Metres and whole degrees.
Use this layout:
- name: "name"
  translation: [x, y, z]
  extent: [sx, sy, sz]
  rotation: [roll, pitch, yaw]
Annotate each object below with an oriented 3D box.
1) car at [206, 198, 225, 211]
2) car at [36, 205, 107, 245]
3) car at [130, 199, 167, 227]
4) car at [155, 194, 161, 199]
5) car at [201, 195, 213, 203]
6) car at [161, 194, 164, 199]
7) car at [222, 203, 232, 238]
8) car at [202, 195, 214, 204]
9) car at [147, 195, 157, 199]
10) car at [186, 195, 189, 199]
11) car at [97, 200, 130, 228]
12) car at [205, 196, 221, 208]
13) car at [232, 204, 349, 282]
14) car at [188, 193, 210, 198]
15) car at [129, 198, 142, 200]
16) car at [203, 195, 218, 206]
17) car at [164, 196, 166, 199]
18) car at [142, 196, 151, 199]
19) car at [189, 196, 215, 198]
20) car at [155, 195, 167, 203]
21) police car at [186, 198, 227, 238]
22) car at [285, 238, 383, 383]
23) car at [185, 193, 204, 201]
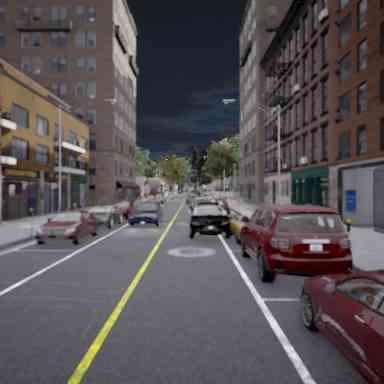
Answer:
- name: "car"
  translation: [2.598, 1.329, 37.038]
  extent: [1.802, 1.307, 4.206]
  rotation: [0, 0, 0]
- name: "car"
  translation: [-5.403, 1.478, 14.951]
  extent: [1.802, 1.307, 4.206]
  rotation: [0, 0, 0]
- name: "car"
  translation: [-2.873, 1.395, 22.000]
  extent: [2.033, 1.411, 5.357]
  rotation: [0, 0, 0]
- name: "car"
  translation: [-5.433, 1.152, 42.543]
  extent: [1.967, 1.590, 4.097]
  rotation: [0, 0, 0]
- name: "car"
  translation: [2.574, 1.177, 59.111]
  extent: [1.947, 1.339, 4.313]
  rotation: [0, 0, 0]
- name: "car"
  translation: [-5.439, 1.205, 47.893]
  extent: [1.752, 1.417, 4.829]
  rotation: [0, 0, 0]
- name: "car"
  translation: [2.617, 1.420, 15.133]
  extent: [1.752, 1.417, 4.829]
  rotation: [0, 0, 0]
- name: "car"
  translation: [2.580, 1.227, 53.592]
  extent: [1.802, 1.307, 4.206]
  rotation: [0, 0, 0]
- name: "car"
  translation: [-5.427, 1.298, 37.025]
  extent: [2.008, 1.369, 4.403]
  rotation: [0, 0, 0]
- name: "car"
  translation: [-0.056, 1.141, 52.888]
  extent: [2.128, 1.511, 4.902]
  rotation: [0, 0, 0]
- name: "car"
  translation: [-5.409, 1.409, 20.470]
  extent: [2.008, 1.369, 4.403]
  rotation: [0, 0, 0]
- name: "car"
  translation: [2.592, 1.236, 42.726]
  extent: [1.752, 1.417, 4.829]
  rotation: [0, 0, 0]
- name: "car"
  translation: [2.628, 1.249, 9.446]
  extent: [2.192, 1.841, 5.009]
  rotation: [0, 0, 0]
- name: "car"
  translation: [0.790, 1.229, 33.002]
  extent: [1.801, 1.575, 5.366]
  rotation: [0, 0, 0]
- name: "car"
  translation: [-5.415, 1.365, 25.989]
  extent: [1.887, 1.381, 4.507]
  rotation: [0, 0, 0]
- name: "car"
  translation: [2.586, 1.223, 48.074]
  extent: [1.887, 1.381, 4.507]
  rotation: [0, 0, 0]
- name: "car"
  translation: [-5.445, 1.085, 53.581]
  extent: [1.967, 1.590, 4.097]
  rotation: [0, 0, 0]
- name: "car"
  translation: [-5.421, 1.349, 31.507]
  extent: [1.947, 1.339, 4.313]
  rotation: [0, 0, 0]
- name: "car"
  translation: [0.796, 1.341, 26.812]
  extent: [1.812, 1.442, 4.674]
  rotation: [0, 0, 0]
- name: "car"
  translation: [-5.451, 1.193, 59.101]
  extent: [1.802, 1.307, 4.206]
  rotation: [0, 0, 0]
- name: "police car"
  translation: [0.807, 1.308, 16.921]
  extent: [1.930, 1.638, 5.238]
  rotation: [0, 0, 0]
- name: "car"
  translation: [2.633, 1.554, 3.929]
  extent: [1.802, 1.307, 4.206]
  rotation: [0, 0, 0]
- name: "car"
  translation: [0.557, 1.031, 67.987]
  extent: [1.882, 1.535, 5.008]
  rotation: [0, 0, 27]
